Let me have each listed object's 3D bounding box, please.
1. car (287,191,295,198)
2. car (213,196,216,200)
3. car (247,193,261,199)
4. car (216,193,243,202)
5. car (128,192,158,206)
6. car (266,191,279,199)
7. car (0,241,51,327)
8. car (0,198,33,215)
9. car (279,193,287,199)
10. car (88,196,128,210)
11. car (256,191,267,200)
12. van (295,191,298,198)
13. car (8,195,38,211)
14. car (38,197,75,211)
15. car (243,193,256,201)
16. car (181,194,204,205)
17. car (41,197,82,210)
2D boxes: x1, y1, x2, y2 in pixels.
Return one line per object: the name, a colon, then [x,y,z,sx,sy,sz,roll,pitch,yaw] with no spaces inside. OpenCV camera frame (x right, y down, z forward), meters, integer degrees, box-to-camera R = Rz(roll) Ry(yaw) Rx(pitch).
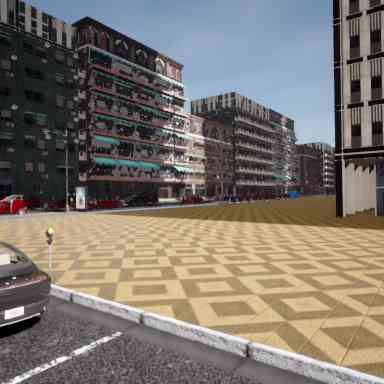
car: [22.927,0.932,81.603,1.802,1.307,4.206,-1,0,36]
car: [6.393,1.028,73.126,1.967,1.590,4.097,-1,0,36]
car: [16.152,1.040,86.534,1.947,1.339,4.313,-1,0,36]
car: [6.664,1.093,59.256,2.008,1.369,4.403,-1,0,36]
car: [-7.434,0.966,49.717,2.150,2.045,5.566,-1,0,37]
car: [16.419,0.740,72.664,2.192,1.841,5.009,-1,0,36]
car: [-4.392,1.553,6.199,4.403,1.369,2.008,0,-1,36]
car: [-16.102,1.413,27.970,1.802,1.307,4.206,-1,0,36]
car: [19.674,0.938,77.133,2.008,1.369,4.403,-1,0,36]
car: [-9.598,1.186,36.909,1.967,1.590,4.097,-1,0,36]
car: [13.169,1.046,68.194,1.802,1.307,4.206,-1,0,36]
van: [26.177,0.654,86.072,1.690,1.788,3.998,-1,0,36]
car: [-19.627,1.228,37.372,2.192,1.841,5.009,-1,0,36]
car: [-15.101,1.368,39.199,1.812,1.442,4.674,-1,0,36]
car: [9.917,1.048,63.725,1.887,1.381,4.507,-1,0,36]
car: [0.158,1.062,50.317,1.967,1.590,4.097,-1,0,36]
car: [-16.372,1.415,41.842,1.887,1.381,4.507,-1,0,36]
